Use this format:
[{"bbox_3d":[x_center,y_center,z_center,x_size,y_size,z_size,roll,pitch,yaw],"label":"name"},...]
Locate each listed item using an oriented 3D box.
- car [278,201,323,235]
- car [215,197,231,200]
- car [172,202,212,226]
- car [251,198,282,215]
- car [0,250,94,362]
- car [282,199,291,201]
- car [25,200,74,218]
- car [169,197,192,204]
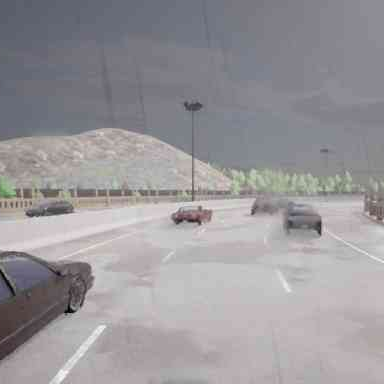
[{"bbox_3d":[6.215,1.491,18.971,2.128,1.511,4.902,0,0,14],"label":"car"},{"bbox_3d":[4.801,1.491,51.617,2.128,1.511,4.902,0,0,33],"label":"car"},{"bbox_3d":[0.159,1.600,23.553,1.895,1.301,4.718,0,0,15],"label":"car"},{"bbox_3d":[7.408,1.352,33.429,2.097,1.767,4.553,0,0,23],"label":"car"},{"bbox_3d":[-3.144,1.547,4.609,2.033,1.411,5.357,0,0,4],"label":"car"},{"bbox_3d":[11.729,1.545,42.512,2.033,1.411,5.357,0,0,31],"label":"car"},{"bbox_3d":[-12.698,1.505,29.882,1.837,1.490,4.892,0,0,17],"label":"car"},{"bbox_3d":[-1.465,1.490,47.735,2.128,1.511,4.902,0,0,28],"label":"car"}]
